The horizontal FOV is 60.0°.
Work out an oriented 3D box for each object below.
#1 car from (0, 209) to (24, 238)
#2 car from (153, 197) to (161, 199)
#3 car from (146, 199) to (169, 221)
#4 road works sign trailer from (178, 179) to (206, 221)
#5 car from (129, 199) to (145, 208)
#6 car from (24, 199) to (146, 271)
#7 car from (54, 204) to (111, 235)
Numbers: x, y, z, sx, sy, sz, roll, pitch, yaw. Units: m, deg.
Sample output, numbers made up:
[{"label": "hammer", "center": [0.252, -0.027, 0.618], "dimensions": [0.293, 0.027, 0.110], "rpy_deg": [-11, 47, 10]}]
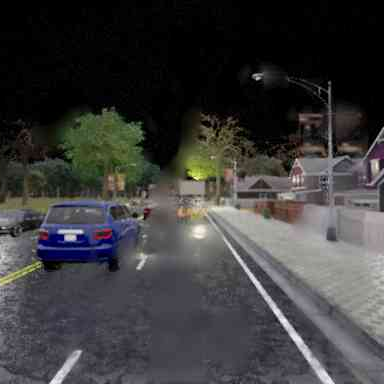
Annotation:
[{"label": "car", "center": [-9.848, 1.671, 18.775], "dimensions": [2.033, 1.411, 5.357], "rpy_deg": [0, 0, 0]}, {"label": "car", "center": [-6.523, 1.808, 61.333], "dimensions": [2.097, 1.767, 4.553], "rpy_deg": [0, -1, 1]}, {"label": "car", "center": [-3.144, 1.679, 29.793], "dimensions": [1.882, 1.535, 5.008], "rpy_deg": [0, 0, 0]}, {"label": "road works sign trailer", "center": [0.006, 0.664, 29.635], "dimensions": [2.380, 3.560, 2.880], "rpy_deg": [0, 0, 0]}, {"label": "car", "center": [-9.778, 2.003, 59.500], "dimensions": [1.994, 1.385, 4.181], "rpy_deg": [0, -1, 1]}, {"label": "car", "center": [-3.148, 1.294, 11.291], "dimensions": [2.150, 2.045, 5.566], "rpy_deg": [0, 0, 0]}, {"label": "car", "center": [-6.596, 1.613, 20.613], "dimensions": [1.882, 1.535, 5.008], "rpy_deg": [0, 0, 0]}]
